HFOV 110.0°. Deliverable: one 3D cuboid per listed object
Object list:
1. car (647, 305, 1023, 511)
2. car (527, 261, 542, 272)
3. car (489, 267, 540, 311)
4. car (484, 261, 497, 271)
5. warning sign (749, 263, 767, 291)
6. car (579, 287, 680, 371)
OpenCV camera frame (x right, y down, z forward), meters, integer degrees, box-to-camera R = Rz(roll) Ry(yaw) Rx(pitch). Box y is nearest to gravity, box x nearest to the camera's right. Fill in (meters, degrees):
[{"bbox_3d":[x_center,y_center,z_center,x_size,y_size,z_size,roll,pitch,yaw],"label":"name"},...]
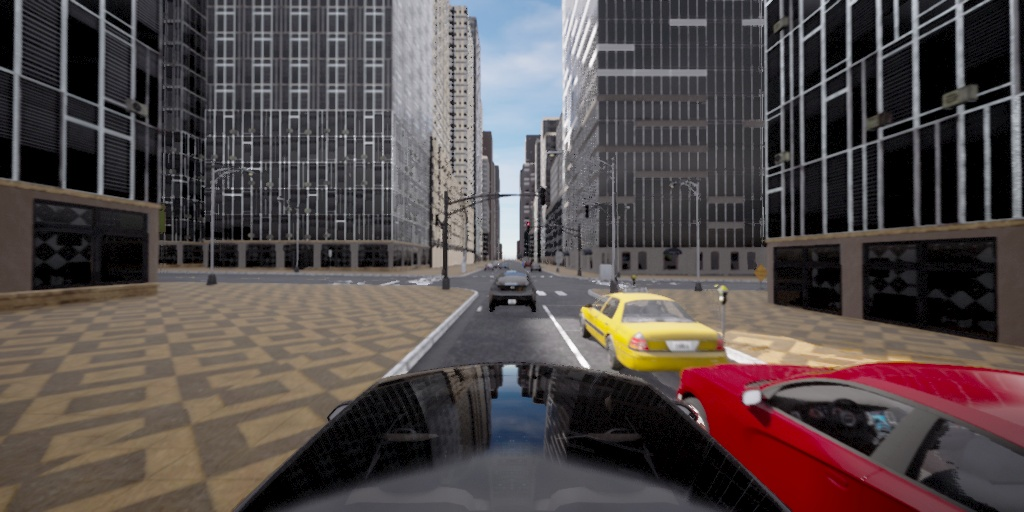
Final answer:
[{"bbox_3d":[2.565,1.298,1.980,1.888,1.381,4.507,0,0,0],"label":"car"},{"bbox_3d":[3.869,1.926,58.633,1.948,1.339,4.313,0,0,0],"label":"car"},{"bbox_3d":[0.076,1.400,15.333,1.837,1.490,4.892,0,0,2],"label":"car"},{"bbox_3d":[-4.091,1.998,64.114,1.802,1.307,4.207,0,0,0],"label":"car"},{"bbox_3d":[17.261,1.446,24.848,1.060,1.860,1.300,0,0,-3],"label":"warning sign"},{"bbox_3d":[2.565,1.336,7.702,1.751,1.417,4.829,0,0,0],"label":"car"}]
